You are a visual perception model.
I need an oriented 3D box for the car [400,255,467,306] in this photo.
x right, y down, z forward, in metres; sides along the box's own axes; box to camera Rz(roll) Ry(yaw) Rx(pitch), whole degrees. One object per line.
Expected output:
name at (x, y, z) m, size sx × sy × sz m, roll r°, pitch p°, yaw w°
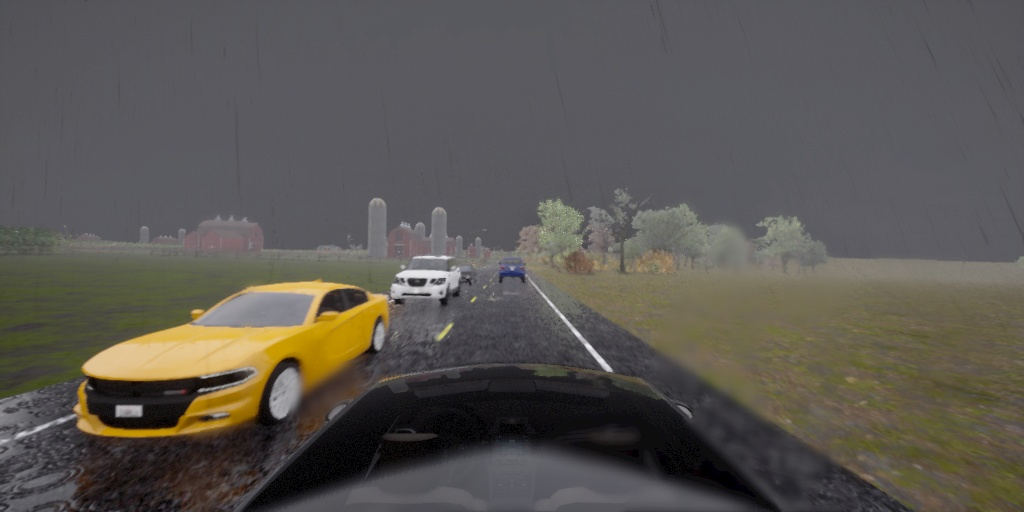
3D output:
car at (-3.619, 0.975, 16.287) m, size 2.150 × 2.045 × 5.566 m, roll 1°, pitch 0°, yaw 0°

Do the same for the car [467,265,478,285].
car at (-3.617, 1.350, 26.798) m, size 2.033 × 1.411 × 5.357 m, roll 1°, pitch 0°, yaw 0°

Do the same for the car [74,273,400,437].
car at (-3.587, 1.184, 5.839) m, size 1.882 × 1.535 × 5.008 m, roll 1°, pitch 0°, yaw -1°

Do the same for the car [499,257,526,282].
car at (0.018, 1.110, 30.955) m, size 2.150 × 2.045 × 5.566 m, roll 1°, pitch 0°, yaw 0°
